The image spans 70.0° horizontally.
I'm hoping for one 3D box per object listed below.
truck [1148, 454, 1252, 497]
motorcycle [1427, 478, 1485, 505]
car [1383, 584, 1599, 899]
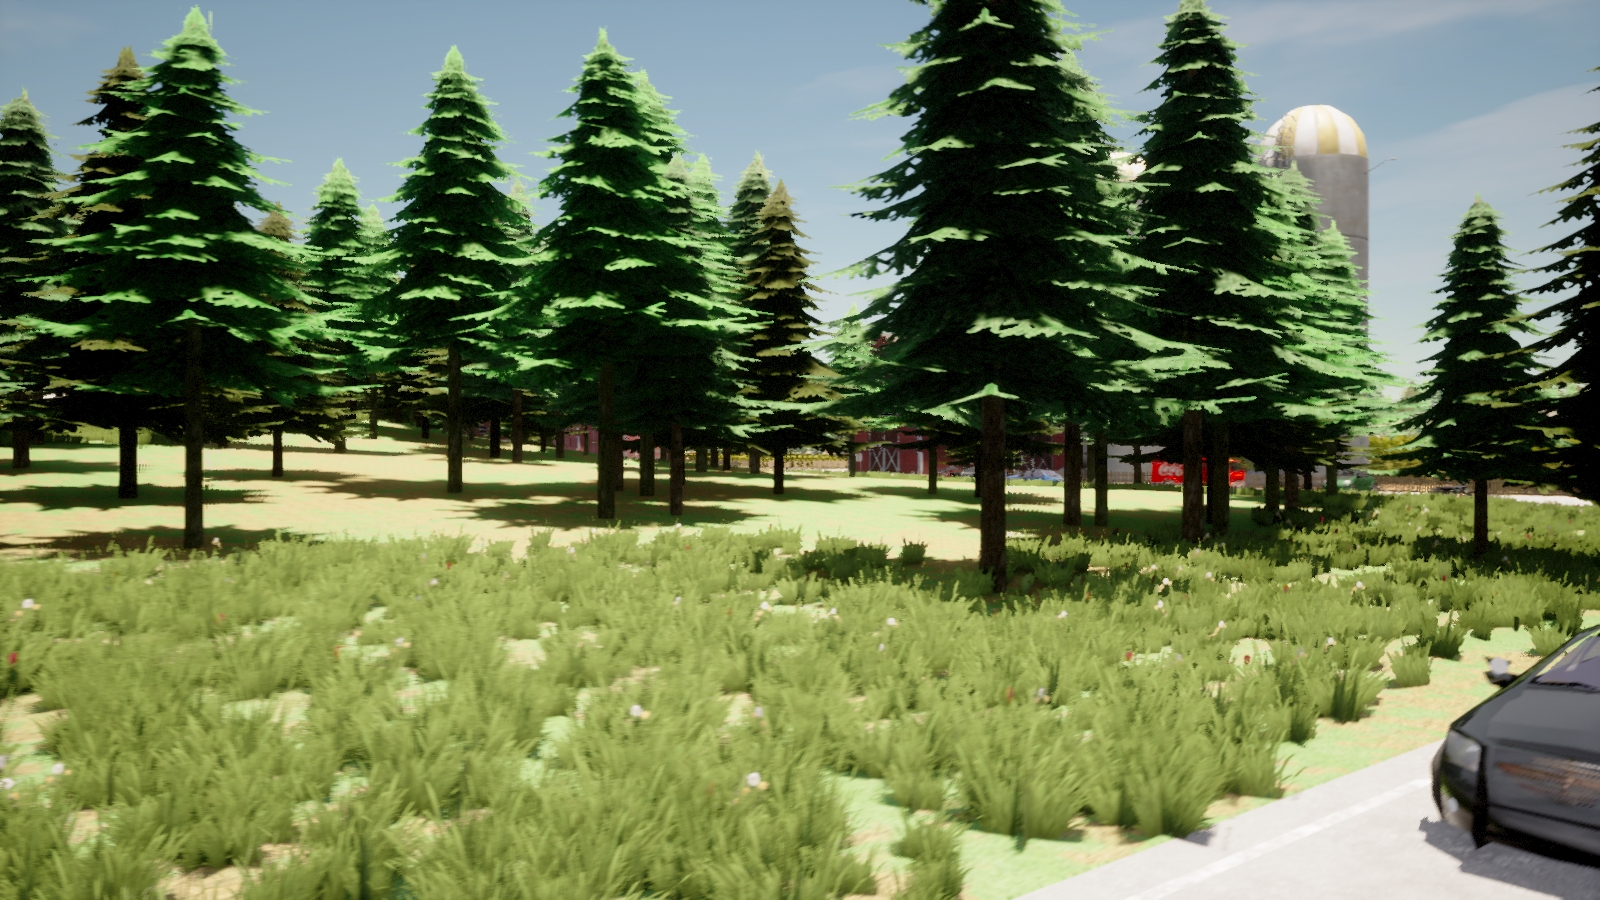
[{"bbox_3d":[23.690,1.454,67.775,2.627,2.467,5.204,0,0,-38],"label":"truck"},{"bbox_3d":[32.489,2.047,56.631,0.764,1.277,2.356,0,0,-38],"label":"motorcycle"},{"bbox_3d":[6.651,2.040,8.751,4.974,1.542,2.038,0,0,-39],"label":"car"}]
